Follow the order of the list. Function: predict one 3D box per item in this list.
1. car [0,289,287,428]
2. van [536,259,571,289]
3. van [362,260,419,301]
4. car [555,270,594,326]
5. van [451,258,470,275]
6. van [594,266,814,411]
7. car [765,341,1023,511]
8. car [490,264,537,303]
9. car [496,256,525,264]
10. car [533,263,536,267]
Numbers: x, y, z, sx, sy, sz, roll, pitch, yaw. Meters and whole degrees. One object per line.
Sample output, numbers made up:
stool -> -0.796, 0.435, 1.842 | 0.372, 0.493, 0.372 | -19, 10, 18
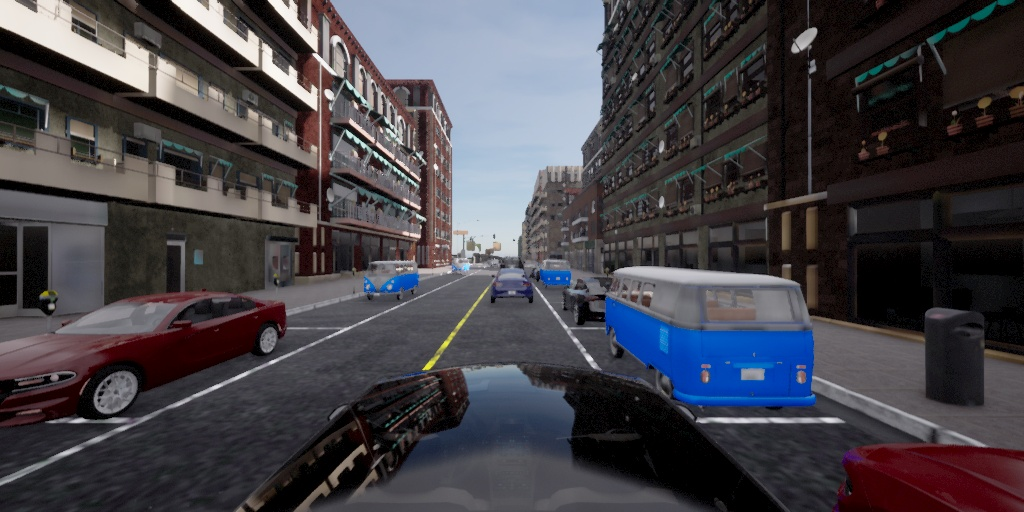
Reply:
car -> -5.689, 1.293, 5.860 | 1.888, 1.381, 4.507 | 0, 0, 0
van -> 2.692, 1.097, 22.846 | 1.690, 1.789, 3.998 | 0, 0, 0
van -> -5.689, 1.093, 17.183 | 1.690, 1.789, 3.998 | 0, 0, 0
car -> 2.692, 1.316, 11.520 | 1.948, 1.339, 4.313 | 0, 0, 0
van -> -5.689, 1.114, 39.830 | 1.690, 1.789, 3.998 | 0, 0, 0
van -> 2.692, 1.089, 5.860 | 1.690, 1.789, 3.998 | 0, 0, 0
car -> 2.692, 1.292, 0.198 | 1.888, 1.381, 4.507 | 0, 0, 0
car -> 0.000, 1.286, 16.500 | 1.812, 1.442, 4.674 | 0, 0, 0
car -> 0.000, 1.023, 31.531 | 2.150, 2.045, 5.566 | 0, 0, 0
car -> 2.692, 1.327, 28.507 | 1.948, 1.339, 4.313 | 0, 0, 0
